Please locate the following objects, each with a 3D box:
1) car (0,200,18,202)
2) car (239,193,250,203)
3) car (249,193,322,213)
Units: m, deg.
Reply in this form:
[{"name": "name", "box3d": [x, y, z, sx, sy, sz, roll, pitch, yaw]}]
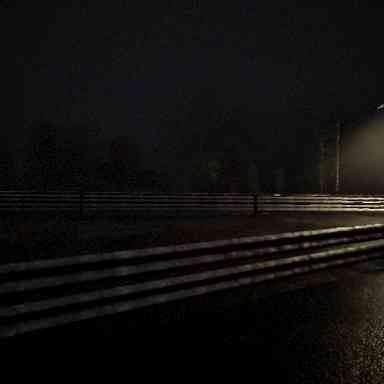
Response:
[{"name": "car", "box3d": [-15.870, 0.547, 25.336, 4.674, 1.442, 1.812, 1, 0, -11]}, {"name": "car", "box3d": [7.036, 0.883, 30.093, 4.674, 1.442, 1.812, 1, 0, -12]}, {"name": "car", "box3d": [7.706, 0.915, 26.657, 5.357, 1.411, 2.033, 1, 0, -12]}]
